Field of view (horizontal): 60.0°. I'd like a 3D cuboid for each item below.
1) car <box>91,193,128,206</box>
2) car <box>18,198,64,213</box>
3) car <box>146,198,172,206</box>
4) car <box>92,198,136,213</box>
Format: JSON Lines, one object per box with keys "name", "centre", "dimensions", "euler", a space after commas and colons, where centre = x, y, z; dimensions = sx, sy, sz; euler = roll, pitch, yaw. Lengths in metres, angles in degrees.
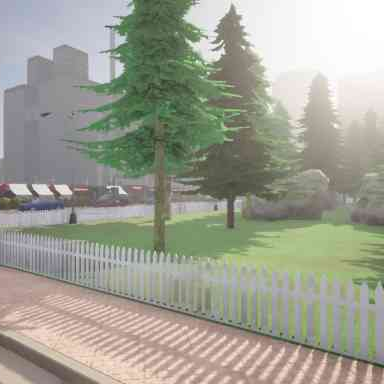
{"name": "car", "centre": [-11.122, 1.221, 45.561], "dimensions": [2.150, 2.045, 5.566], "euler": [0, 0, 34]}
{"name": "car", "centre": [-16.769, 1.478, 37.201], "dimensions": [1.882, 1.535, 5.008], "euler": [0, 0, 34]}
{"name": "car", "centre": [-5.334, 1.352, 54.065], "dimensions": [2.097, 1.767, 4.553], "euler": [0, 0, 34]}
{"name": "car", "centre": [-8.310, 1.601, 36.858], "dimensions": [1.895, 1.301, 4.718], "euler": [0, 0, 34]}
